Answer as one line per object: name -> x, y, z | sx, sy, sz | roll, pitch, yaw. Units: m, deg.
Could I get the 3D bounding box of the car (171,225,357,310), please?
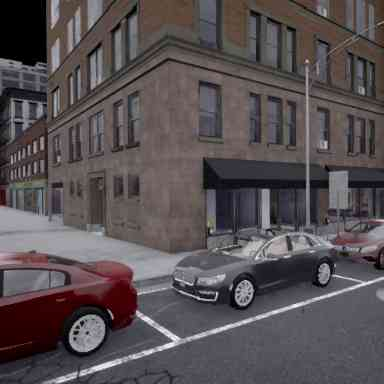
car -> 1.591, 1.550, 7.684 | 4.403, 1.369, 2.008 | 0, -1, -36

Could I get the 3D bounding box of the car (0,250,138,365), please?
car -> -2.950, 1.545, 4.438 | 4.507, 1.381, 1.887 | 0, -1, -36

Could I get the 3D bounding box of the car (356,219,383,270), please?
car -> 6.133, 1.581, 10.931 | 4.206, 1.307, 1.802 | 0, -1, -36
